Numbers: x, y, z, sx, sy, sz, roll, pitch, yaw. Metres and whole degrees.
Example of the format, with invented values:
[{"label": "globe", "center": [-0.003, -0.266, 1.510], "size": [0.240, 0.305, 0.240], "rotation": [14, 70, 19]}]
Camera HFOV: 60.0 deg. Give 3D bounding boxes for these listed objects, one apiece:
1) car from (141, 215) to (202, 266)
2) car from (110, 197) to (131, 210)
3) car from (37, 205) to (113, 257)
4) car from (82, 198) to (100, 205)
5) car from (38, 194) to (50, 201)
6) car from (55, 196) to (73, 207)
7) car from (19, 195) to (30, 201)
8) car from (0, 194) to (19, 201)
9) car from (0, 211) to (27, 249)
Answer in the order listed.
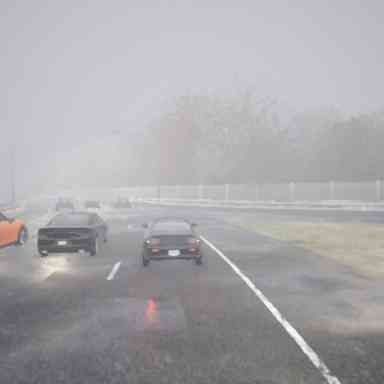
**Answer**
[{"label": "car", "center": [-0.761, 1.528, 11.534], "size": [1.812, 1.442, 4.674], "rotation": [0, 0, -6]}, {"label": "car", "center": [-9.649, 1.385, 44.750], "size": [2.097, 1.767, 4.553], "rotation": [0, 0, -23]}, {"label": "car", "center": [-4.502, 1.494, 13.193], "size": [1.882, 1.535, 5.008], "rotation": [0, 0, -7]}, {"label": "car", "center": [-13.964, 1.527, 45.777], "size": [1.882, 1.535, 5.008], "rotation": [0, 0, -25]}, {"label": "car", "center": [-38.196, 1.309, 85.806], "size": [2.097, 1.767, 4.553], "rotation": [0, 0, -37]}, {"label": "car", "center": [-16.716, 1.411, 43.384], "size": [2.097, 1.767, 4.553], "rotation": [0, 0, -24]}, {"label": "car", "center": [-42.406, 1.470, 83.205], "size": [4.892, 1.490, 1.837], "rotation": [0, 0, 38]}, {"label": "car", "center": [-44.661, 1.334, 80.529], "size": [4.553, 1.767, 2.097], "rotation": [0, 0, 38]}, {"label": "car", "center": [-7.947, 1.381, 12.431], "size": [2.097, 1.767, 4.553], "rotation": [0, 0, -7]}]
